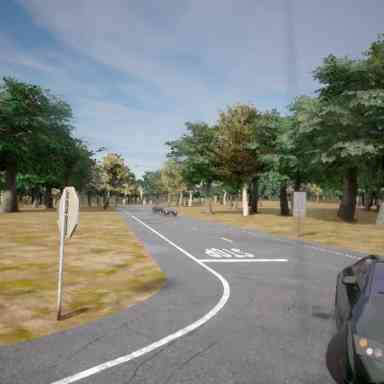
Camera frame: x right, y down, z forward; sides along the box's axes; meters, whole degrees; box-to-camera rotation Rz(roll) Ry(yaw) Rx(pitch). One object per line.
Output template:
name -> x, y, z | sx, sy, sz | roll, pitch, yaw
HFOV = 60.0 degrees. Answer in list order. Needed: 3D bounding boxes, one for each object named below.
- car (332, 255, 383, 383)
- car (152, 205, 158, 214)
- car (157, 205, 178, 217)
car -> 3.109, 1.643, 4.624 | 1.994, 1.385, 4.181 | 1, -1, 22
car -> -5.665, 2.960, 56.886 | 1.882, 1.535, 5.008 | 3, -2, -14
car -> -3.421, 2.850, 48.036 | 1.895, 1.301, 4.718 | 3, -2, -13
